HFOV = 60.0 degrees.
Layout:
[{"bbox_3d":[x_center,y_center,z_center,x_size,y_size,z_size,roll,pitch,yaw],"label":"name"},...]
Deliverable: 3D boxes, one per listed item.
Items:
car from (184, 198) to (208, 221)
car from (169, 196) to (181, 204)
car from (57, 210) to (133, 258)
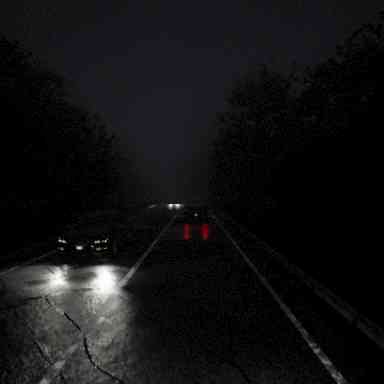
[{"bbox_3d":[0.314,1.506,26.961,1.812,1.442,4.674,0,0,1],"label":"car"},{"bbox_3d":[-3.023,1.474,59.123,1.994,1.385,4.181,0,0,1],"label":"car"},{"bbox_3d":[-3.500,1.488,12.818,1.837,1.490,4.892,0,0,1],"label":"car"}]
